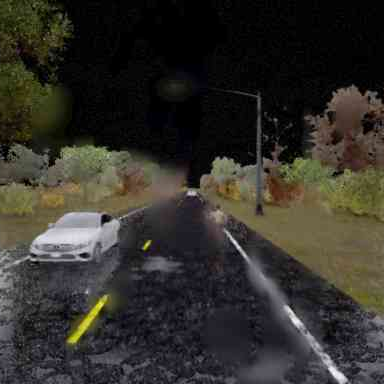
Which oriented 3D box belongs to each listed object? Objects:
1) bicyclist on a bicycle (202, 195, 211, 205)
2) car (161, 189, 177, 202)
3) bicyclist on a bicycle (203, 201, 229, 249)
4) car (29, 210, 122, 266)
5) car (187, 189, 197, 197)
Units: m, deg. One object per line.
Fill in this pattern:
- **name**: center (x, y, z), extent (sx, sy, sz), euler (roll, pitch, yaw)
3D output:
- **bicyclist on a bicycle**: center (0.957, 1.068, 21.860), extent (0.659, 1.776, 1.843), euler (0, 1, 0)
- **car**: center (-3.562, 0.528, 52.034), extent (2.150, 2.045, 5.566), euler (0, 1, 1)
- **bicyclist on a bicycle**: center (0.973, 1.261, 12.532), extent (0.866, 1.612, 1.509), euler (0, 1, 0)
- **car**: center (-3.598, 1.370, 11.125), extent (1.812, 1.442, 4.674), euler (0, 1, 0)
- **car**: center (-0.018, 0.214, 77.735), extent (2.150, 2.045, 5.566), euler (0, 1, 0)
